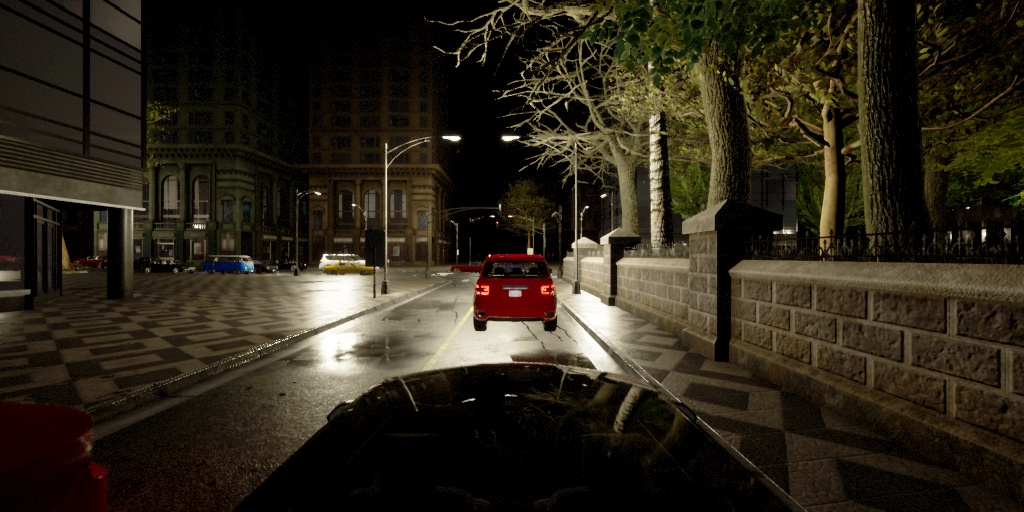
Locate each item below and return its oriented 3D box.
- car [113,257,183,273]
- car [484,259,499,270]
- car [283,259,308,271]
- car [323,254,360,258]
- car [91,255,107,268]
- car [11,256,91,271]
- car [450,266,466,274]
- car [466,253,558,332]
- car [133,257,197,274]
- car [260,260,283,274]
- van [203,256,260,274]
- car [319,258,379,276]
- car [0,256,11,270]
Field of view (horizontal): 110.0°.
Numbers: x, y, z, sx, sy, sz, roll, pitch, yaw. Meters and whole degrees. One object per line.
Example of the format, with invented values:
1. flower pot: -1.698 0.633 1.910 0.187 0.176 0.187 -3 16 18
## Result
1. car: -36.611 0.858 36.184 4.902 1.511 2.128 1 0 0
2. car: -3.119 1.221 54.058 2.033 1.411 5.357 0 0 -4
3. car: -26.312 1.065 41.972 4.313 1.339 1.948 0 0 0
4. car: -16.372 0.830 36.053 5.566 2.045 2.150 1 0 1
5. car: -48.784 0.630 42.103 4.097 1.591 1.967 0 0 0
6. car: -43.040 0.799 33.544 4.829 1.417 1.751 0 0 0
7. car: -4.363 1.332 39.178 4.718 1.301 1.895 0 0 0
8. car: 0.099 0.971 11.067 2.150 2.045 5.566 0 0 0
9. car: -31.970 0.980 33.479 4.403 1.370 2.007 0 0 0
10. car: -26.606 1.043 36.114 5.357 1.411 2.033 1 0 1
11. van: -26.352 0.840 33.446 3.998 1.789 1.690 0 0 0
12. car: -14.941 1.146 33.380 4.829 1.417 1.751 0 0 0
13. car: -48.827 0.742 33.577 4.403 1.370 2.007 0 0 0
